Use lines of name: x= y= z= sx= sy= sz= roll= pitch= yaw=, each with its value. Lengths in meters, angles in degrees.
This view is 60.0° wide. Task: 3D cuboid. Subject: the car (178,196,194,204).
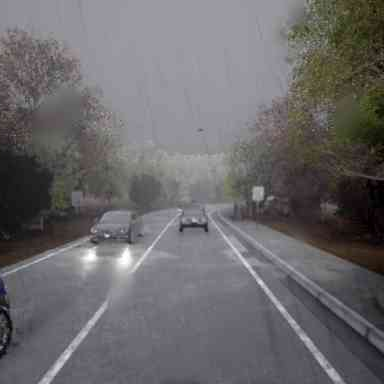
car: x=-0.865 y=1.764 z=57.369 sx=2.150 sy=2.045 sz=5.566 roll=1 pitch=0 yaw=11

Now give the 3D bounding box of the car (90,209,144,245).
car: x=-3.568 y=1.647 z=16.480 sx=1.837 sy=1.490 sz=4.892 roll=0 pitch=-1 yaw=0

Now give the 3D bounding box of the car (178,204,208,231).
car: x=0.105 y=1.746 z=22.135 sx=2.033 sy=1.411 sz=5.357 roll=0 pitch=-1 yaw=0

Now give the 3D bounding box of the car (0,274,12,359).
car: x=-3.587 y=1.358 z=2.769 sx=2.097 sy=1.767 sz=4.553 roll=0 pitch=0 yaw=0

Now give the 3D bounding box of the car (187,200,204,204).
car: x=0.861 y=2.039 z=43.859 sx=1.895 sy=1.301 sz=4.718 roll=0 pitch=-1 yaw=5
